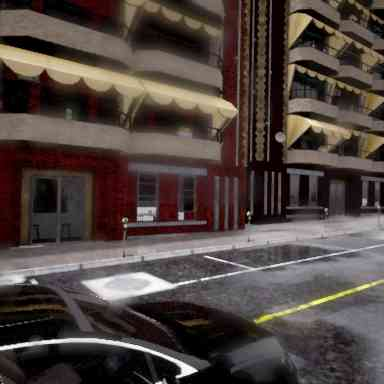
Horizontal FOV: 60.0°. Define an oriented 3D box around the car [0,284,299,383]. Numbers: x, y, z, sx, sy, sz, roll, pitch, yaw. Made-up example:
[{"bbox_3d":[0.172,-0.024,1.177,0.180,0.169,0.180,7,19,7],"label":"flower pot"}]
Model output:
[{"bbox_3d":[-1.259,1.506,2.382,4.892,1.490,1.837,0,0,-36],"label":"car"}]
